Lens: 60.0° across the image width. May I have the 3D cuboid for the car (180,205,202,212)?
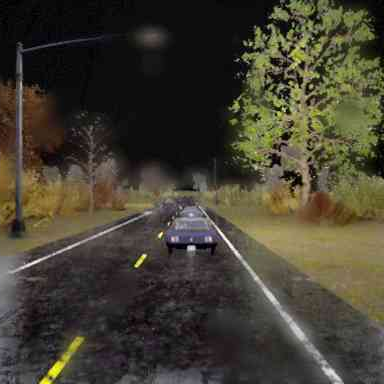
[{"bbox_3d":[-0.074,1.844,29.315,1.994,1.385,4.181,0,-1,0],"label":"car"}]

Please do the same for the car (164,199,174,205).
[{"bbox_3d":[-5.108,2.203,72.331,1.994,1.385,4.181,0,0,-8],"label":"car"}]

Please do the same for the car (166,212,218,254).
[{"bbox_3d":[-0.014,1.736,14.121,1.895,1.301,4.718,0,-1,0],"label":"car"}]
